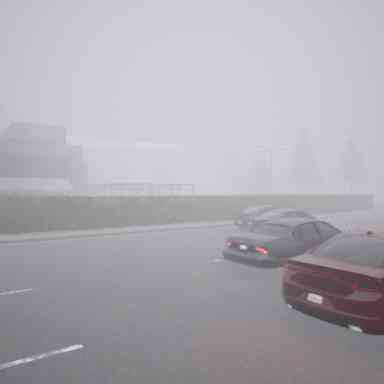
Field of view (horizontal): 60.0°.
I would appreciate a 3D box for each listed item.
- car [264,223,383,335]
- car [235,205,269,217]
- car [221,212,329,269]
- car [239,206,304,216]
[{"bbox_3d":[3.896,1.477,6.525,5.008,1.535,1.882,0,0,-35],"label":"car"},{"bbox_3d":[4.540,1.526,19.896,4.674,1.442,1.812,0,0,-36],"label":"car"},{"bbox_3d":[3.427,1.547,10.487,5.357,1.411,2.033,0,0,-35],"label":"car"},{"bbox_3d":[4.645,1.526,15.672,4.674,1.442,1.812,0,0,-36],"label":"car"}]
